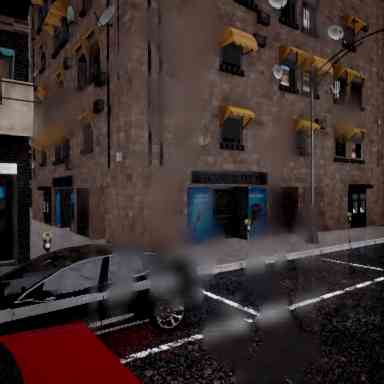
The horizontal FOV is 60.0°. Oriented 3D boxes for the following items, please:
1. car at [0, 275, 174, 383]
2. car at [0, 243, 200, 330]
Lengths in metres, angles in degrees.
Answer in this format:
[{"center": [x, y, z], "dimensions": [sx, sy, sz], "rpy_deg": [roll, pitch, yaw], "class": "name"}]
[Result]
[{"center": [-2.541, 1.601, 1.564], "dimensions": [4.718, 1.301, 1.895], "rpy_deg": [0, 0, -36], "class": "car"}, {"center": [-1.852, 1.566, 5.244], "dimensions": [4.313, 1.339, 1.947], "rpy_deg": [0, 0, -36], "class": "car"}]
